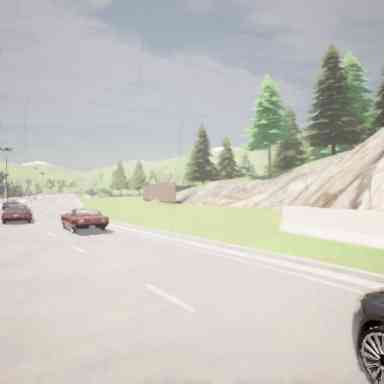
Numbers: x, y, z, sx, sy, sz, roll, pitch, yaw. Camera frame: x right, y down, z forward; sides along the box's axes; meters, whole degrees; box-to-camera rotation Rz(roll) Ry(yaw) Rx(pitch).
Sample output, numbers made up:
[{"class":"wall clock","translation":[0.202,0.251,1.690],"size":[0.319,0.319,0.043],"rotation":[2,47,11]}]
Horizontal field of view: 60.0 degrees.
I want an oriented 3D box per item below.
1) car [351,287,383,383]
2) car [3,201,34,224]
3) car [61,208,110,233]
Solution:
[{"class":"car","translation":[3.181,1.397,2.255],"size":[2.128,1.511,4.902],"rotation":[-1,0,-10]},{"class":"car","translation":[-13.683,1.686,26.292],"size":[1.994,1.385,4.181],"rotation":[-2,0,-24]},{"class":"car","translation":[-6.494,1.601,19.773],"size":[1.895,1.301,4.718],"rotation":[-2,1,-31]}]
